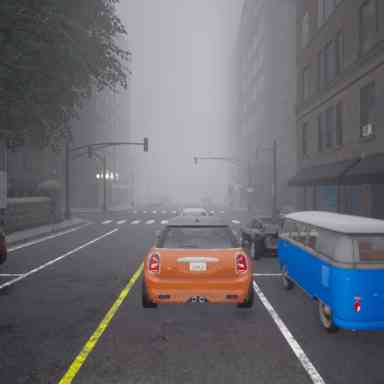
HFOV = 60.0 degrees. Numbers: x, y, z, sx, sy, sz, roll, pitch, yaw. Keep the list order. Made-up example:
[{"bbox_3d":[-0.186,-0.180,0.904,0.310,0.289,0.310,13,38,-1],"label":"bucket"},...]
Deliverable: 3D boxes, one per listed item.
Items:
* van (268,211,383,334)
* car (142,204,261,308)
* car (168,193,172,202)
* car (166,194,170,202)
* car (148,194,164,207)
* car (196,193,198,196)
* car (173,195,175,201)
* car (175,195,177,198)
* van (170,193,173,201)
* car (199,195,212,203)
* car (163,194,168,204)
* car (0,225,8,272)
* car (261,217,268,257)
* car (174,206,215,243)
[{"bbox_3d":[2.858,1.340,6.520,1.690,1.788,3.998,0,0,0],"label":"van"},{"bbox_3d":[0.105,1.351,8.074,2.097,1.767,4.553,0,0,0],"label":"car"},{"bbox_3d":[-5.647,1.515,66.524,1.887,1.381,4.507,0,0,0],"label":"car"},{"bbox_3d":[-5.649,1.515,61.073,1.887,1.381,4.507,0,0,0],"label":"car"},{"bbox_3d":[-5.652,1.498,50.001,1.752,1.417,4.829,0,0,0],"label":"car"},{"bbox_3d":[2.887,1.507,93.969,1.752,1.417,4.829,0,0,0],"label":"car"},{"bbox_3d":[-5.643,1.523,77.425,2.008,1.369,4.403,0,0,0],"label":"car"},{"bbox_3d":[-5.642,1.290,82.876,2.192,1.841,5.009,0,0,0],"label":"car"},{"bbox_3d":[-5.646,1.312,71.974,1.690,1.788,3.998,0,0,0],"label":"van"},{"bbox_3d":[2.877,1.410,66.557,1.967,1.590,4.097,0,0,0],"label":"car"},{"bbox_3d":[-5.650,1.522,55.622,2.008,1.369,4.403,0,0,0],"label":"car"},{"bbox_3d":[-5.667,1.314,6.482,2.192,1.841,5.009,0,0,0],"label":"car"},{"bbox_3d":[2.860,1.563,12.180,1.947,1.339,4.313,0,0,0],"label":"car"},{"bbox_3d":[0.107,1.521,17.075,1.812,1.442,4.674,0,0,0],"label":"car"}]
